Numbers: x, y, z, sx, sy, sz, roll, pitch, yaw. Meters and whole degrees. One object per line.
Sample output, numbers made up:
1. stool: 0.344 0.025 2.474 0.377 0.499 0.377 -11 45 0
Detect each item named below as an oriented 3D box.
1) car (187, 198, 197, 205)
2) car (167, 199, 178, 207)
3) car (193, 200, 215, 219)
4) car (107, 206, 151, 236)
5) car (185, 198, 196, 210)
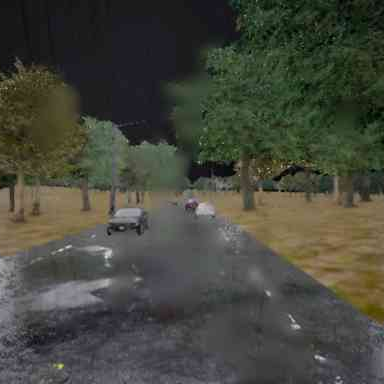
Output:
1. car: -0.011 1.993 70.460 2.128 1.511 4.902 0 -1 0
2. car: -3.534 2.041 61.869 2.033 1.411 5.357 0 -1 1
3. car: 1.220 1.754 32.036 1.812 1.442 4.674 0 -1 0
4. car: -3.611 1.602 19.609 1.882 1.535 5.008 0 0 0
5. car: 0.000 1.863 49.993 1.882 1.535 5.008 0 0 0
